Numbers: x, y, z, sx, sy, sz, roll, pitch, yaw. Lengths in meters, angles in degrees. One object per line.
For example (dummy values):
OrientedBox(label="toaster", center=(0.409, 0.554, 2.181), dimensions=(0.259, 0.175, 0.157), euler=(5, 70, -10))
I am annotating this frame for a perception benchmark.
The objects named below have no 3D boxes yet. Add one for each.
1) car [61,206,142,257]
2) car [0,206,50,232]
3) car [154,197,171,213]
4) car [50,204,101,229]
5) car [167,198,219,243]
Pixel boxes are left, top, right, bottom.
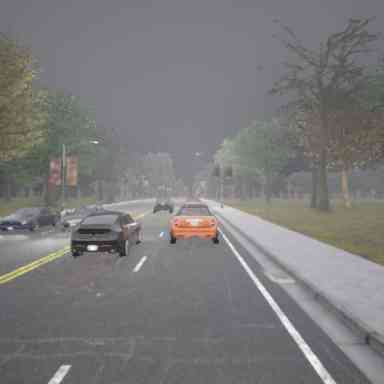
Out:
OrientedBox(label="car", center=(-3.141, 1.512, 12.932), dimensions=(1.837, 1.490, 4.892), euler=(0, 0, 0))
OrientedBox(label="car", center=(-9.736, 1.570, 20.489), dimensions=(2.033, 1.411, 5.357), euler=(0, 0, 0))
OrientedBox(label="car", center=(-3.125, 1.397, 37.894), dimensions=(2.097, 1.767, 4.553), euler=(0, 0, 0))
OrientedBox(label="car", center=(-6.486, 1.536, 20.488), dimensions=(2.128, 1.511, 4.902), euler=(0, 0, 0))
OrientedBox(label="car", center=(0.111, 1.361, 16.298), dimensions=(2.097, 1.767, 4.553), euler=(0, 0, 0))
